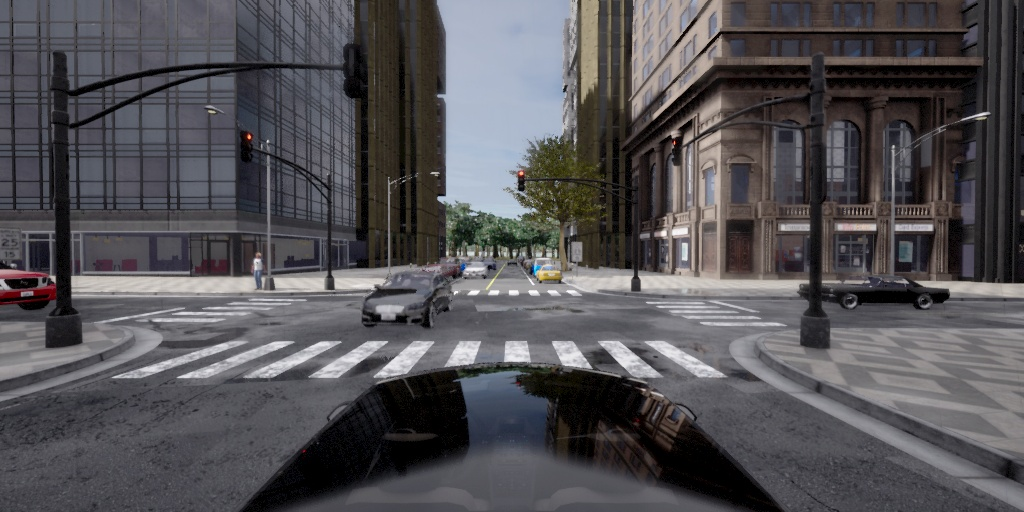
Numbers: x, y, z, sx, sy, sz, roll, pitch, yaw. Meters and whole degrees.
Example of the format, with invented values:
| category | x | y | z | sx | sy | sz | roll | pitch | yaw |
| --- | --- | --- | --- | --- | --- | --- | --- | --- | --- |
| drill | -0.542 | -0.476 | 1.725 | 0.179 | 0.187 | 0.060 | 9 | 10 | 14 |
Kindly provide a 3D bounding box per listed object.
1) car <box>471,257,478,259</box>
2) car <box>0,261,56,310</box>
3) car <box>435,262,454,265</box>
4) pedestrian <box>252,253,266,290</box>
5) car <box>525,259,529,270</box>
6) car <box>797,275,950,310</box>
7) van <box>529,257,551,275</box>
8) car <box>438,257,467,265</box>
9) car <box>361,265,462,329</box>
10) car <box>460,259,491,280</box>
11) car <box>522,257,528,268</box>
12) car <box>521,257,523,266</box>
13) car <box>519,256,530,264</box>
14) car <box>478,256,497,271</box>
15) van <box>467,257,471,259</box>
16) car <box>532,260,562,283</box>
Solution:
| category | x | y | z | sx | sy | sz | roll | pitch | yaw |
| --- | --- | --- | --- | --- | --- | --- | --- | --- | --- |
| car | -5.789 | 1.011 | 43.995 | 2.192 | 1.841 | 5.009 | 0 | 0 | 0 |
| car | -18.381 | 0.842 | 11.526 | 5.566 | 2.045 | 2.150 | 1 | 1 | 0 |
| car | -5.779 | 1.311 | 26.954 | 1.802 | 1.307 | 4.207 | 0 | 0 | 0 |
| pedestrian | -12.533 | 0.741 | 17.779 | 0.375 | 1.860 | 0.375 | 0 | 0 | 0 |
| car | 2.740 | 1.275 | 38.328 | 1.948 | 1.339 | 4.313 | 0 | 0 | 0 |
| car | 14.702 | 1.444 | 14.820 | 4.718 | 1.301 | 1.895 | 0 | 1 | 0 |
| van | 2.743 | 1.060 | 32.649 | 1.690 | 1.789 | 3.998 | 0 | 0 | 0 |
| car | -5.782 | 1.034 | 32.635 | 2.192 | 1.841 | 5.009 | 0 | 0 | 0 |
| car | -3.092 | 1.238 | 11.426 | 2.128 | 1.511 | 4.902 | 1 | 1 | 0 |
| car | -3.114 | 1.247 | 31.414 | 1.812 | 1.442 | 4.674 | 0 | 0 | 0 |
| car | 2.733 | 1.208 | 49.857 | 1.751 | 1.417 | 4.829 | 0 | 0 | 0 |
| car | 2.729 | 1.213 | 55.366 | 1.888 | 1.381 | 4.507 | 0 | 0 | 0 |
| car | 2.726 | 1.202 | 61.046 | 2.007 | 1.370 | 4.403 | 0 | 0 | 0 |
| car | -3.117 | 1.042 | 46.840 | 2.097 | 1.767 | 4.553 | 0 | 0 | 0 |
| van | -5.786 | 1.050 | 38.315 | 1.690 | 1.789 | 3.998 | 0 | 0 | 0 |
| car | 2.747 | 1.254 | 27.138 | 1.751 | 1.417 | 4.829 | 0 | 0 | 0 |
